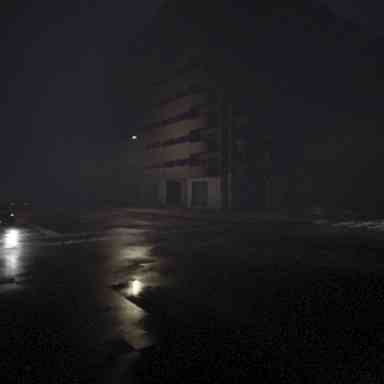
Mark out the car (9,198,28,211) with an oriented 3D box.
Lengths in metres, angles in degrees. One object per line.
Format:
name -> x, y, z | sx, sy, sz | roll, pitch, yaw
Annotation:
car -> -20.112, 1.418, 38.115 | 1.812, 1.442, 4.674 | -1, 1, -36

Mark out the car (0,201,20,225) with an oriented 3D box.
car -> -13.457, 1.567, 22.808 | 1.895, 1.301, 4.718 | -1, 1, -36
